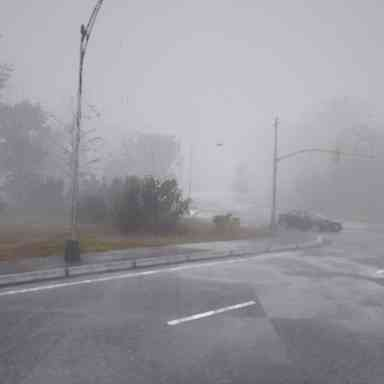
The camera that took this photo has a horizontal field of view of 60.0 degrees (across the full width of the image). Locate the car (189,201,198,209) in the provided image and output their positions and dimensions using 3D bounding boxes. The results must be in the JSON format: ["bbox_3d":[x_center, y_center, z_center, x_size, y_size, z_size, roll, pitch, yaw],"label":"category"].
[{"bbox_3d":[-0.583,1.728,47.188,2.128,1.511,4.902,2,1,-15],"label":"car"}]

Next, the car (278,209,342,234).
[{"bbox_3d":[8.339,2.050,23.872,1.882,1.535,5.008,3,-1,-26],"label":"car"}]
